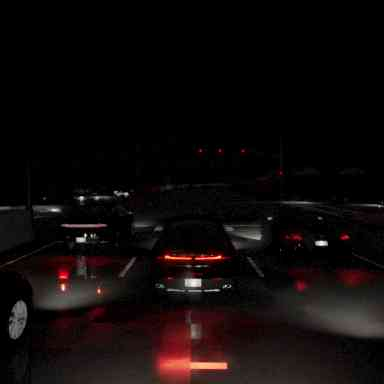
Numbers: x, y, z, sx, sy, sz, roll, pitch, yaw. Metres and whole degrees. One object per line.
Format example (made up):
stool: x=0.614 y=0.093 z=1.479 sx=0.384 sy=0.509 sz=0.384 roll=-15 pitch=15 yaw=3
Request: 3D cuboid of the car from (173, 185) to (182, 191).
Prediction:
car: x=-3.561 y=-0.969 z=81.355 sx=1.895 sy=1.301 sz=4.718 roll=0 pitch=2 yaw=0

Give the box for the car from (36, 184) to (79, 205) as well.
car: x=-14.126 y=0.198 z=34.672 sx=2.150 sy=2.045 sz=5.566 roll=0 pitch=2 yaw=0

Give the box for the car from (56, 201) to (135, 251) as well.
car: x=-3.427 y=1.190 z=12.711 sx=2.128 sy=1.511 sz=4.902 roll=0 pitch=2 yaw=0

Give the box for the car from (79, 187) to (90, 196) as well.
car: x=-17.628 y=-0.090 z=52.628 sx=1.812 sy=1.442 sz=4.674 roll=0 pitch=2 yaw=0

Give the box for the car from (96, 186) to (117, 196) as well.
car: x=-14.128 y=-0.189 z=54.169 sx=1.882 sy=1.535 sz=5.008 roll=0 pitch=3 yaw=0

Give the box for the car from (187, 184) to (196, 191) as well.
car: x=-0.061 y=-1.076 z=81.705 sx=1.837 sy=1.490 sz=4.892 roll=0 pitch=2 yaw=0

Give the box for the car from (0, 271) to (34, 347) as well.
car: x=-3.407 y=1.476 z=3.324 sx=1.837 sy=1.490 sz=4.892 roll=0 pitch=1 yaw=0

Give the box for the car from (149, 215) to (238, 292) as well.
car: x=0.051 y=1.338 z=8.512 sx=1.837 sy=1.490 sz=4.892 roll=0 pitch=2 yaw=1

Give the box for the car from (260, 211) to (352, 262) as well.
car: x=3.564 y=1.317 z=11.111 sx=1.994 sy=1.385 sz=4.181 roll=0 pitch=2 yaw=0

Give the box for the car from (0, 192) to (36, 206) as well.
car: x=-17.625 y=0.647 z=32.597 sx=1.895 sy=1.301 sz=4.718 roll=0 pitch=2 yaw=0

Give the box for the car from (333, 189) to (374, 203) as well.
car: x=17.945 y=0.419 z=36.207 sx=4.902 sy=1.511 sz=2.128 roll=0 pitch=2 yaw=2

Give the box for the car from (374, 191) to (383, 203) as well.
car: x=21.348 y=0.595 z=32.577 sx=5.357 sy=1.411 sz=2.033 roll=0 pitch=2 yaw=2

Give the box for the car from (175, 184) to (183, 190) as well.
car: x=-3.569 y=-1.359 z=91.477 sx=2.033 sy=1.411 sz=5.357 roll=0 pitch=2 yaw=0

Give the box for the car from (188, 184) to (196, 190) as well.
car: x=-0.069 y=-1.373 z=91.896 sx=2.033 sy=1.411 sz=5.357 roll=0 pitch=2 yaw=0

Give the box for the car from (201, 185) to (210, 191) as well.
car: x=3.439 y=-1.092 z=81.069 sx=1.882 sy=1.535 sz=5.008 roll=0 pitch=2 yaw=0

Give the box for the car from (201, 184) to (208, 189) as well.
car: x=3.431 y=-1.416 z=91.514 sx=1.895 sy=1.301 sz=4.718 roll=0 pitch=2 yaw=0

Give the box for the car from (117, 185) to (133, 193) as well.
car: x=-14.052 y=-0.553 z=68.757 sx=1.895 sy=1.301 sz=4.718 roll=0 pitch=2 yaw=0

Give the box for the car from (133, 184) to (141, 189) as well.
car: x=-14.063 y=-1.257 z=84.202 sx=2.033 sy=1.411 sz=5.357 roll=0 pitch=2 yaw=0

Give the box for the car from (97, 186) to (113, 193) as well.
car: x=-17.550 y=-0.541 z=67.286 sx=1.994 sy=1.385 sz=4.181 roll=0 pitch=2 yaw=0

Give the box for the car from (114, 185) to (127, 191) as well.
car: x=-17.561 y=-1.051 z=81.399 sx=2.033 sy=1.411 sz=5.357 roll=0 pitch=2 yaw=0
